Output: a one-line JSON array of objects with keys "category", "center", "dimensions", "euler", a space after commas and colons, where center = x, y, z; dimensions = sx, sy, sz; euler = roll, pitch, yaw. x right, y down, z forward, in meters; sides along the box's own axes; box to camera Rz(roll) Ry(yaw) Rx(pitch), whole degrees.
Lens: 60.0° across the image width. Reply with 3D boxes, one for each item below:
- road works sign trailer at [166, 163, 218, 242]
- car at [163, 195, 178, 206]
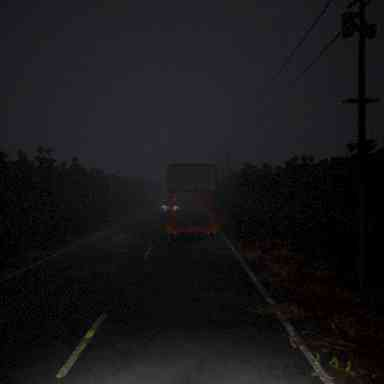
[{"category": "road works sign trailer", "center": [-0.001, 0.425, 16.032], "dimensions": [2.380, 3.560, 2.880], "euler": [0, 0, 0]}, {"category": "car", "center": [-3.280, 1.228, 51.098], "dimensions": [2.097, 1.767, 4.553], "euler": [0, 0, 0]}]
